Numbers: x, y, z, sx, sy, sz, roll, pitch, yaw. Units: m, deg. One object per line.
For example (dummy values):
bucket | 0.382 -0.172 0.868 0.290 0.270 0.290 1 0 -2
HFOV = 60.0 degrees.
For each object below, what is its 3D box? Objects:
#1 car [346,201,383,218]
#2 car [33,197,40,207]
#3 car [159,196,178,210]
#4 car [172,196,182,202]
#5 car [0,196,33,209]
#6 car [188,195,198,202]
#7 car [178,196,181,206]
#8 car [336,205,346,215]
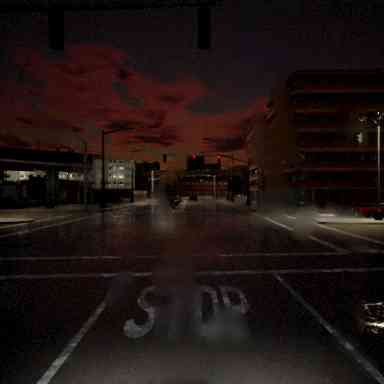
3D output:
car | 16.299 1.601 28.660 4.718 1.301 1.895 0 0 -3
car | -24.033 1.456 47.815 3.806 1.475 1.970 0 0 1
car | -3.101 1.505 43.504 1.837 1.490 4.892 0 0 -1
car | -3.309 1.551 73.583 1.994 1.385 4.181 0 0 0
car | -23.315 1.295 42.064 4.611 1.667 2.242 0 0 1
car | 0.204 1.347 72.175 1.837 1.490 4.892 0 0 0
car | -3.215 1.352 52.742 2.097 1.767 4.553 0 0 0
car | 16.215 1.564 32.143 4.181 1.385 1.994 0 0 1
